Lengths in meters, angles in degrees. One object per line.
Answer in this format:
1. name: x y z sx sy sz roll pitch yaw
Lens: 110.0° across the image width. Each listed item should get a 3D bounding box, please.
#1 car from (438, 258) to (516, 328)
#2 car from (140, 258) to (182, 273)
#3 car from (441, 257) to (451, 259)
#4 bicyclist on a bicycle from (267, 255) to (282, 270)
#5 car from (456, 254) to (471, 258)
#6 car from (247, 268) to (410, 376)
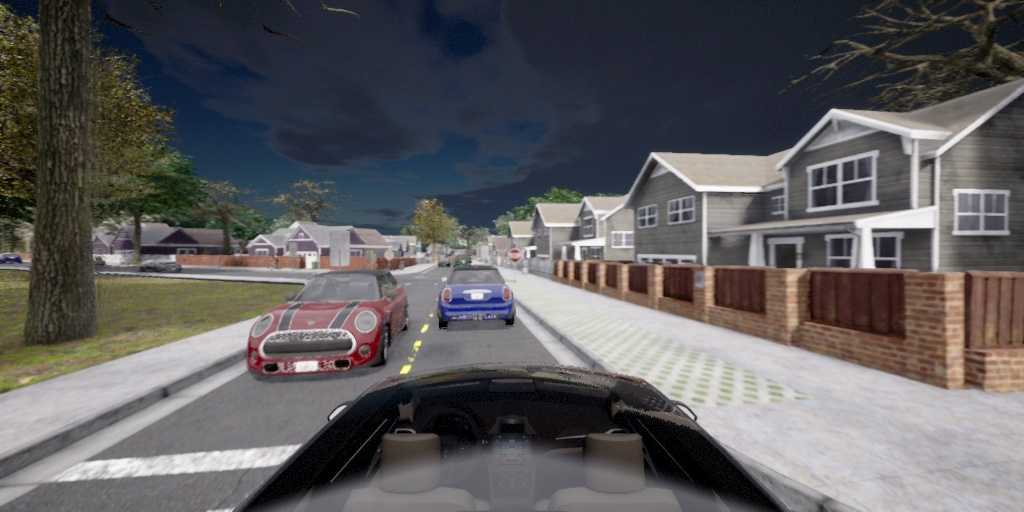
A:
1. car: -1.195 1.062 11.482 2.097 1.767 4.553 -1 0 -8
2. car: -36.034 0.982 36.738 4.674 1.442 1.812 1 1 22
3. car: -10.982 1.061 58.293 1.882 1.535 5.008 -1 0 -8
4. bicyclist on a bicycle: -25.889 0.711 39.089 0.582 1.620 1.656 0 1 21
5. car: -6.186 0.806 45.537 2.150 2.045 5.566 -1 0 -8
6. car: -3.527 1.103 7.755 2.097 1.767 4.553 -1 0 -9
